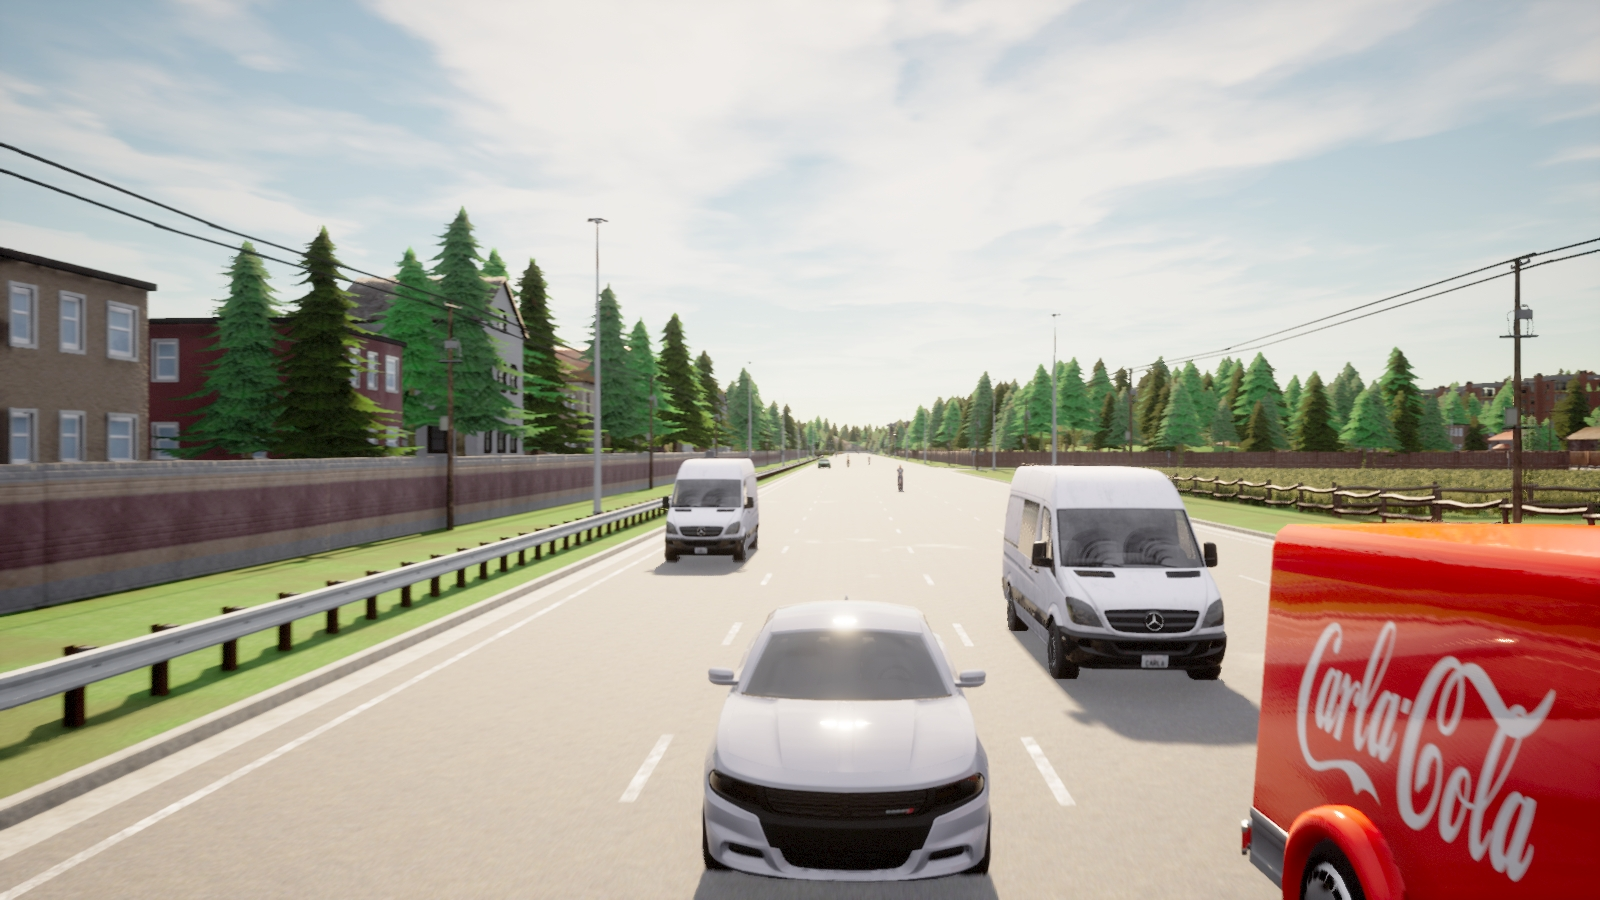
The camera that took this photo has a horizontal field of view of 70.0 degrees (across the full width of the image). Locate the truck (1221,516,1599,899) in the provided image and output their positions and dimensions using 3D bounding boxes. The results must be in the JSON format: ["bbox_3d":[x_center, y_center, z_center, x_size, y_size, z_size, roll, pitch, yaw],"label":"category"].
[{"bbox_3d":[3.714,1.584,4.191,2.627,2.467,5.204,0,-1,3],"label":"truck"}]

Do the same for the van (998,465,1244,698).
[{"bbox_3d":[4.156,1.533,15.936,1.988,2.561,5.915,0,0,2],"label":"van"}]

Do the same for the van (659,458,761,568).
[{"bbox_3d":[-2.248,1.526,30.241,1.988,2.561,5.915,0,0,2],"label":"van"}]

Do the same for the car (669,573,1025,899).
[{"bbox_3d":[0.375,2.032,9.226,2.097,1.535,5.006,0,0,2],"label":"car"}]

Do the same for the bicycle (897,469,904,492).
[{"bbox_3d":[6.708,2.042,76.345,0.373,1.496,1.643,0,0,2],"label":"bicycle"}]
